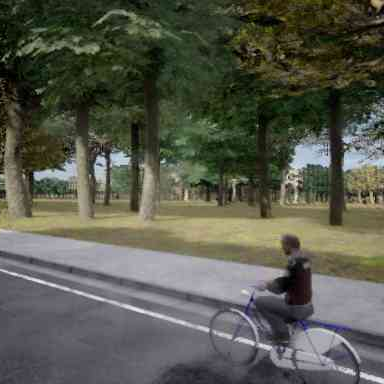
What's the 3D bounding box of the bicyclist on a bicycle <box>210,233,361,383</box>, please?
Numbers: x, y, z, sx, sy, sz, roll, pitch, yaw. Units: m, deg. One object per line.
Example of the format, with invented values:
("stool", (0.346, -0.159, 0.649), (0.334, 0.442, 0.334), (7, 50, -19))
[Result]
("bicyclist on a bicycle", (0.975, 1.365, 3.961), (1.843, 1.776, 0.659), (1, 0, 36))
